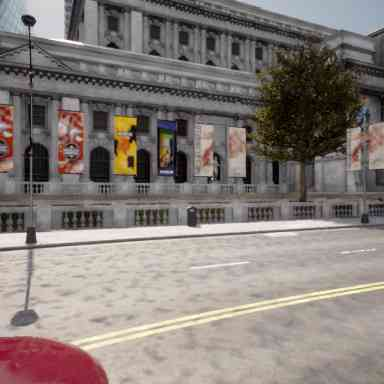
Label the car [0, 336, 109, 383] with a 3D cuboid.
[{"bbox_3d":[-2.691,1.527,1.602,4.674,1.442,1.812,1,-1,-37],"label":"car"}]
